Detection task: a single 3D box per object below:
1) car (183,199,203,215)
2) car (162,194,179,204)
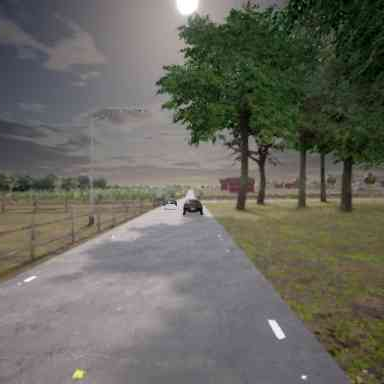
[{"bbox_3d":[0.095,1.403,33.454,1.882,1.535,5.008,0,0,0],"label":"car"},{"bbox_3d":[-2.754,1.074,43.324,1.837,1.490,4.892,0,0,0],"label":"car"}]
